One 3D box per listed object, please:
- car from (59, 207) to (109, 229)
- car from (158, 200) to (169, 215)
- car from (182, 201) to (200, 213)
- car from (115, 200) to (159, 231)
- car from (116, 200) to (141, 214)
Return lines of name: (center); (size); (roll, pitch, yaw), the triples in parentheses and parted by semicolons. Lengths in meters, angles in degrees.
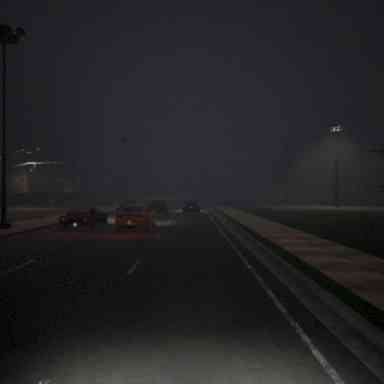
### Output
car: (-6.933, 1.653, 21.944); (1.895, 1.301, 4.718); (0, 0, 0)
car: (-3.545, 1.563, 35.762); (1.882, 1.535, 5.008); (0, 0, -1)
car: (-0.076, 1.654, 37.901); (1.994, 1.385, 4.181); (0, 0, -1)
car: (-3.437, 1.527, 20.801); (1.882, 1.535, 5.008); (0, 0, 0)
car: (-7.069, 1.652, 37.306); (1.994, 1.385, 4.181); (0, 0, -1)
